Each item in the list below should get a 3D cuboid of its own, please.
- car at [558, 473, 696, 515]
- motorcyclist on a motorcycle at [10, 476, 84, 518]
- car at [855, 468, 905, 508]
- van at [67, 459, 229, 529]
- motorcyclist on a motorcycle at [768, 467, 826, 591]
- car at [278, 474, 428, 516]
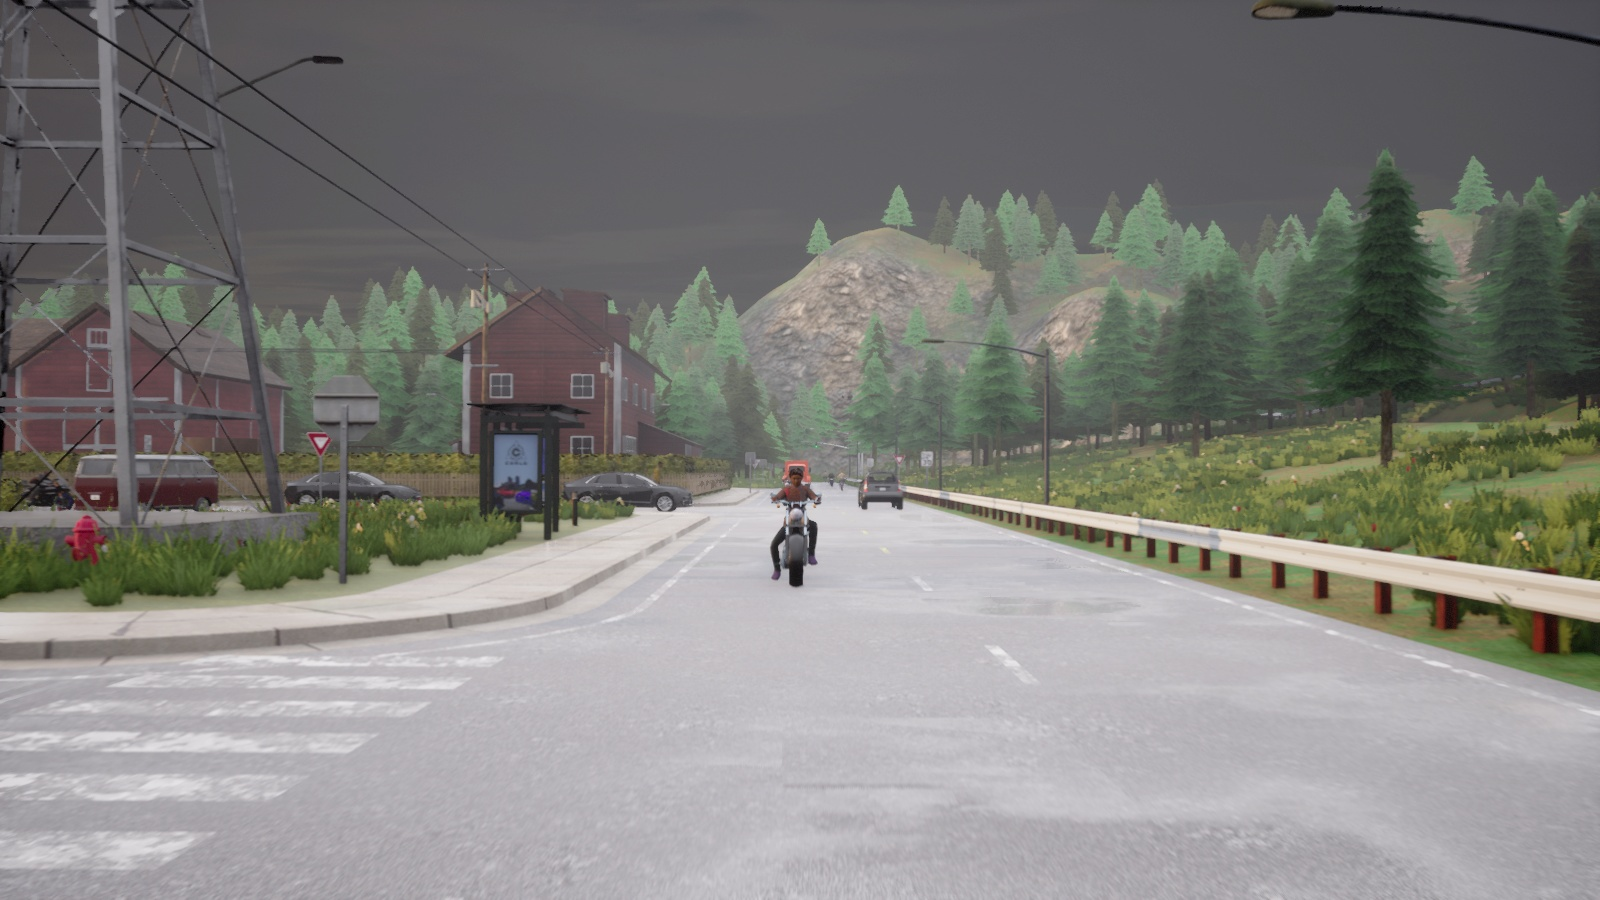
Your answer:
[{"bbox_3d":[-6.391,1.628,46.773,4.892,1.490,1.837,0,-1,-1],"label":"car"},{"bbox_3d":[-27.904,1.741,46.561,2.191,1.530,0.866,0,-1,0],"label":"motorcyclist on a motorcycle"},{"bbox_3d":[3.370,1.591,53.250,1.851,1.617,3.988,0,-1,0],"label":"car"},{"bbox_3d":[-19.566,1.281,37.937,1.775,1.987,4.442,-1,-1,16],"label":"van"},{"bbox_3d":[-0.044,1.065,17.894,0.766,1.649,2.350,0,-1,0],"label":"motorcyclist on a motorcycle"},{"bbox_3d":[-16.546,1.667,46.649,4.892,1.490,1.837,0,-1,-1],"label":"car"}]
